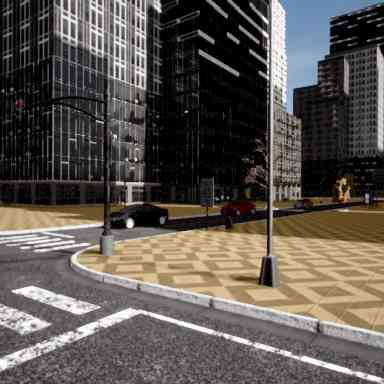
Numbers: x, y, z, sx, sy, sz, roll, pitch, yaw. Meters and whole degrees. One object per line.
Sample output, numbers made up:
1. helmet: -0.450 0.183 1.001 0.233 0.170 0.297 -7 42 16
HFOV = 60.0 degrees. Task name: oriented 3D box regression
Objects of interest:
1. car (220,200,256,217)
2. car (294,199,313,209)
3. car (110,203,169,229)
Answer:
1. car: 4.714 1.607 33.798 1.882 1.535 5.008 1 1 37
2. car: 16.792 1.753 49.847 1.812 1.442 4.674 1 0 37
3. car: -3.663 1.543 22.568 1.882 1.535 5.008 1 0 36
